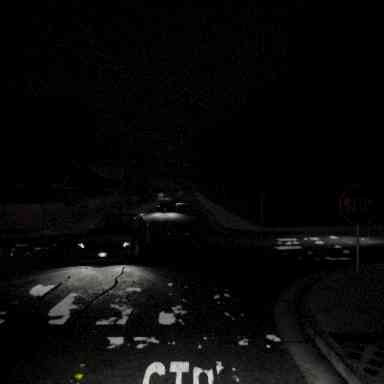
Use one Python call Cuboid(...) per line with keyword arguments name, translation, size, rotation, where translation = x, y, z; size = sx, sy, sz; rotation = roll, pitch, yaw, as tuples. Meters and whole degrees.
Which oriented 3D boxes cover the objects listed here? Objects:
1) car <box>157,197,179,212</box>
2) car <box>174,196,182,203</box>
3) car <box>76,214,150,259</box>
Cuboid(name="car", translation=(-2.847, 1.561, 37.608), size=(1.895, 1.301, 4.718), rotation=(0, 0, 0))
Cuboid(name="car", translation=(-2.913, 1.417, 63.370), size=(1.994, 1.385, 4.181), rotation=(0, 0, 0))
Cuboid(name="car", translation=(-2.799, 1.576, 13.043), size=(2.033, 1.411, 5.357), rotation=(-2, 0, 0))
